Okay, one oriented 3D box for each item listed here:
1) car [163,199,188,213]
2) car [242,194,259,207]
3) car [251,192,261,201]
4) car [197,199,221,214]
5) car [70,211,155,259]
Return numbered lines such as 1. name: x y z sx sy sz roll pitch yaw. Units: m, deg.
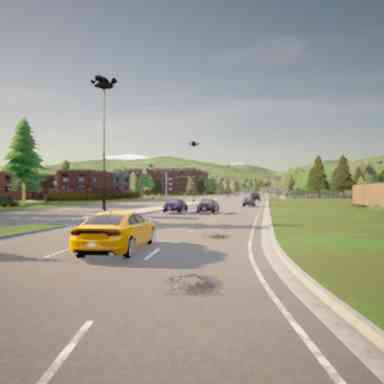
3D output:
1. car: -1.737 1.475 35.524 1.812 1.442 4.674 0 0 12
2. car: 8.564 1.468 49.999 2.033 1.411 5.357 0 0 13
3. car: 14.778 1.100 77.781 2.150 2.045 5.566 0 0 13
4. car: 1.702 1.473 34.870 1.812 1.442 4.674 0 0 13
5. car: -2.767 1.461 12.654 1.882 1.535 5.008 0 0 7
